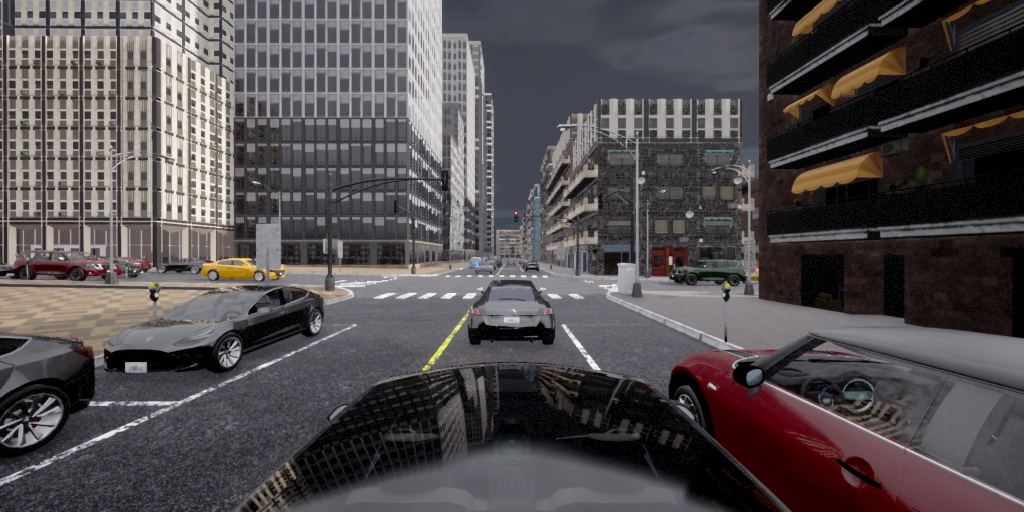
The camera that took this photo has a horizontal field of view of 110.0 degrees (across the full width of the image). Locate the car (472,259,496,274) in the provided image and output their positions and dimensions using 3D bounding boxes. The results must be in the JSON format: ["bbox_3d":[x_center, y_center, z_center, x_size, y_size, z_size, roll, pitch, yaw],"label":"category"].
[{"bbox_3d":[-3.187,1.354,41.855,1.895,1.301,4.718,0,0,0],"label":"car"}]

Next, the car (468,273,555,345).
[{"bbox_3d":[-0.013,1.314,9.540,1.994,1.385,4.181,0,0,0],"label":"car"}]

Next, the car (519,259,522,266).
[{"bbox_3d":[2.568,1.302,57.241,1.888,1.381,4.507,0,0,0],"label":"car"}]

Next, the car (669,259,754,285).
[{"bbox_3d":[15.524,1.290,28.499,5.566,2.045,2.150,1,0,-1],"label":"car"}]

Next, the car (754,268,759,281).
[{"bbox_3d":[21.302,1.698,31.172,4.829,1.417,1.751,0,0,-1],"label":"car"}]

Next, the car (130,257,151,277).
[{"bbox_3d":[-28.441,0.754,24.705,4.892,1.490,1.837,1,0,-1],"label":"car"}]

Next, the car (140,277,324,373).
[{"bbox_3d":[-5.699,1.315,7.610,1.948,1.339,4.313,0,0,0],"label":"car"}]

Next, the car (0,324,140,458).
[{"bbox_3d":[-5.688,1.316,2.364,1.948,1.339,4.313,0,0,0],"label":"car"}]

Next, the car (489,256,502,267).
[{"bbox_3d":[-3.205,0.980,62.318,2.150,2.045,5.566,0,0,0],"label":"car"}]

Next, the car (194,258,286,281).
[{"bbox_3d":[-18.515,0.913,24.840,5.008,1.535,1.882,1,0,-1],"label":"car"}]

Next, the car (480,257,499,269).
[{"bbox_3d":[-3.205,1.260,51.845,1.837,1.490,4.892,0,0,0],"label":"car"}]

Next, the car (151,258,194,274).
[{"bbox_3d":[-27.550,0.816,30.510,4.313,1.339,1.948,0,0,-1],"label":"car"}]

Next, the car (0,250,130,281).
[{"bbox_3d":[-27.428,0.591,22.129,5.009,1.841,2.192,0,0,-1],"label":"car"}]

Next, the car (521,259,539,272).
[{"bbox_3d":[2.592,1.320,47.274,1.948,1.339,4.313,0,0,0],"label":"car"}]

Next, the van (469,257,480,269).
[{"bbox_3d":[-5.812,1.097,57.221,1.690,1.789,3.998,0,0,0],"label":"van"}]

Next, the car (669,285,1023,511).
[{"bbox_3d":[2.693,1.190,2.384,1.967,1.591,4.097,0,0,0],"label":"car"}]
